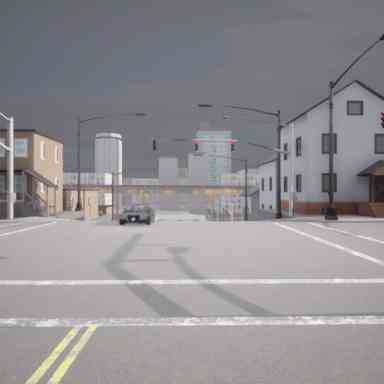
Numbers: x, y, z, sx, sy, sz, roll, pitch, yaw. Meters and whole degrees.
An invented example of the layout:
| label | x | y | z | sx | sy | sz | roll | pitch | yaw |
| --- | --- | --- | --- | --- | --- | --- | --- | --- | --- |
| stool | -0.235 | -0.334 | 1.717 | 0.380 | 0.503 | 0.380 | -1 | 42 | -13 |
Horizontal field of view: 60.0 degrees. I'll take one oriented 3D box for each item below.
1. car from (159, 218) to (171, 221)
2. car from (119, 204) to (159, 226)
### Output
| label | x | y | z | sx | sy | sz | roll | pitch | yaw |
| --- | --- | --- | --- | --- | --- | --- | --- | --- | --- |
| car | -3.815 | 4.182 | 43.642 | 1.882 | 1.535 | 5.008 | 0 | -13 | -1 |
| car | -3.644 | 1.491 | 22.709 | 1.994 | 1.385 | 4.181 | 0 | 0 | 0 |
